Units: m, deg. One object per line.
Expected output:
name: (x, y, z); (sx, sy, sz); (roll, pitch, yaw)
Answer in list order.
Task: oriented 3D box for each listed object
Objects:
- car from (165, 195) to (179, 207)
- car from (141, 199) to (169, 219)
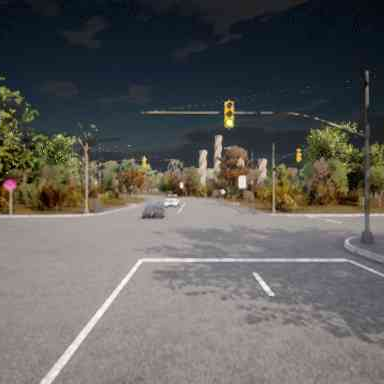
car: (-3.338, 1.502, 56.010); (2.150, 2.045, 5.566); (0, 0, 0)
car: (-3.413, 1.685, 30.407); (1.837, 1.490, 4.892); (0, 0, 0)
